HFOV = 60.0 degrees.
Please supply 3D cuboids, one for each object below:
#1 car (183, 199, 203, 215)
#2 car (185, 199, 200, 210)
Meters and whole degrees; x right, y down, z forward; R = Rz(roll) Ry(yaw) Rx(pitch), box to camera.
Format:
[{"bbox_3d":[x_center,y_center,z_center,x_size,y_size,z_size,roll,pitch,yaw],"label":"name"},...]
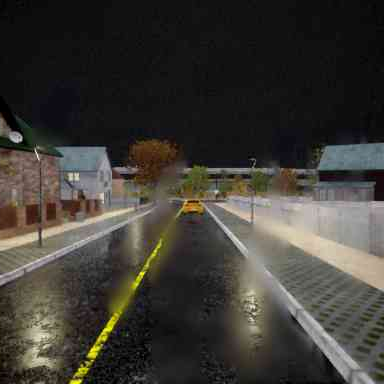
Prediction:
[{"bbox_3d":[0.123,1.471,33.975,1.882,1.535,5.008,0,0,0],"label":"car"},{"bbox_3d":[0.130,1.602,44.508,1.895,1.301,4.718,0,0,0],"label":"car"}]
